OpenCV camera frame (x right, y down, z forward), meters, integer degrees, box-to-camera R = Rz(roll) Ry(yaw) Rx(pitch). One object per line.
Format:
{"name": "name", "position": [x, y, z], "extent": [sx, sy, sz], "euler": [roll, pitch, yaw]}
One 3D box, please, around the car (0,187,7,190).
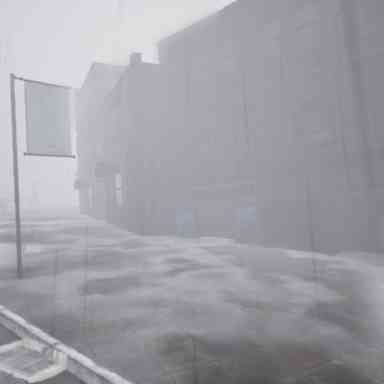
{"name": "car", "position": [-47.414, -0.656, 79.381], "extent": [2.231, 1.521, 4.892], "euler": [-4, -3, 5]}

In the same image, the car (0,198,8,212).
{"name": "car", "position": [-27.138, 1.823, 44.894], "extent": [2.150, 2.045, 5.566], "euler": [-4, 0, -1]}
